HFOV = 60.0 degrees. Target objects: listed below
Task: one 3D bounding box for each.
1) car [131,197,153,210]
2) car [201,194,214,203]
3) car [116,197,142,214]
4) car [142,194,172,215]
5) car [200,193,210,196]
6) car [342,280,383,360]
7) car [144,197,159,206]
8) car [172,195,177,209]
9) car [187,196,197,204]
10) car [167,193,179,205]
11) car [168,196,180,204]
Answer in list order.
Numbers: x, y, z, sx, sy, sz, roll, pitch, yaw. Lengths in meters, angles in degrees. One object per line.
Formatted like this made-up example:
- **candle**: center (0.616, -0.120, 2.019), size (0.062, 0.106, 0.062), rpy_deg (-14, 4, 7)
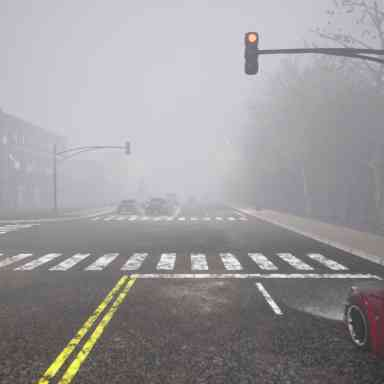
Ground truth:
- **car**: center (-6.655, 1.476, 44.747), size (2.128, 1.511, 4.902), rpy_deg (0, 0, 0)
- **car**: center (3.248, 1.576, 66.101), size (1.895, 1.301, 4.718), rpy_deg (0, 0, 0)
- **car**: center (-6.647, 1.496, 34.872), size (1.837, 1.490, 4.892), rpy_deg (0, 0, 0)
- **car**: center (-3.394, 1.341, 33.138), size (2.097, 1.767, 4.553), rpy_deg (0, 0, 0)
- **car**: center (3.139, 1.195, 76.284), size (2.150, 2.045, 5.566), rpy_deg (0, 0, 0)
- **car**: center (3.348, 1.563, 3.519), size (1.994, 1.385, 4.181), rpy_deg (0, 0, 0)
- **car**: center (-6.657, 1.506, 55.216), size (1.812, 1.442, 4.674), rpy_deg (0, 0, 0)
- **car**: center (-3.404, 1.533, 43.319), size (2.033, 1.411, 5.357), rpy_deg (0, 0, 0)
- **car**: center (0.004, 1.454, 63.413), size (1.882, 1.535, 5.008), rpy_deg (0, 0, 0)
- **car**: center (-3.415, 1.202, 53.954), size (2.150, 2.045, 5.566), rpy_deg (0, 0, 1)
- **car**: center (-3.393, 1.523, 64.559), size (2.033, 1.411, 5.357), rpy_deg (0, 0, 0)
